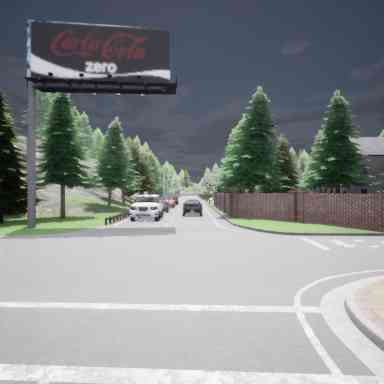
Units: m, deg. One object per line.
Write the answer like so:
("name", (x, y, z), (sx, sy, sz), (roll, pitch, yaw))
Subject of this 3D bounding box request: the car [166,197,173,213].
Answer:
("car", (-3.577, 1.564, 37.303), (1.994, 1.385, 4.181), (0, 0, 0))

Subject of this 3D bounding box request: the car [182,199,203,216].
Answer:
("car", (0.072, 1.505, 33.168), (1.837, 1.490, 4.892), (0, 0, 1))

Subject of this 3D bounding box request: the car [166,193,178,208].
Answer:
("car", (-3.558, 1.352, 47.444), (2.097, 1.767, 4.553), (0, 0, 0))

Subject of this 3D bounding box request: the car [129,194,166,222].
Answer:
("car", (-3.587, 1.224, 27.016), (2.150, 2.045, 5.566), (0, 0, 0))
